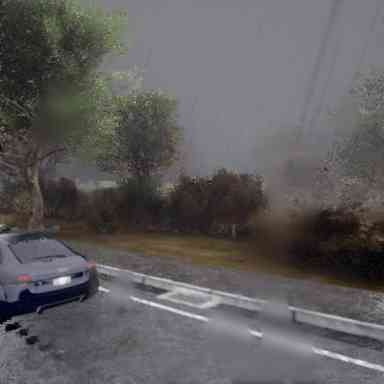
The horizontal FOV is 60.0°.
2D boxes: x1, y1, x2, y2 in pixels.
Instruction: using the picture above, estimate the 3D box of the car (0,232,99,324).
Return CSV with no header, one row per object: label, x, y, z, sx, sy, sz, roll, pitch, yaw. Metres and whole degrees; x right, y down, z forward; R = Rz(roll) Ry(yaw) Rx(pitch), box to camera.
car,-3.909,1.581,7.296,4.181,1.385,1.994,0,0,39
